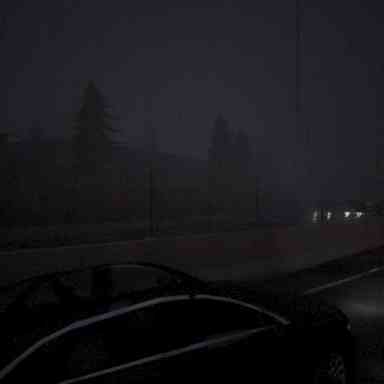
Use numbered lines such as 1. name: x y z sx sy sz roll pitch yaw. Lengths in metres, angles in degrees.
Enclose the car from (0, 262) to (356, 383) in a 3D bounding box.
1. car: -0.386 1.473 3.154 4.902 1.511 2.128 0 0 -35
